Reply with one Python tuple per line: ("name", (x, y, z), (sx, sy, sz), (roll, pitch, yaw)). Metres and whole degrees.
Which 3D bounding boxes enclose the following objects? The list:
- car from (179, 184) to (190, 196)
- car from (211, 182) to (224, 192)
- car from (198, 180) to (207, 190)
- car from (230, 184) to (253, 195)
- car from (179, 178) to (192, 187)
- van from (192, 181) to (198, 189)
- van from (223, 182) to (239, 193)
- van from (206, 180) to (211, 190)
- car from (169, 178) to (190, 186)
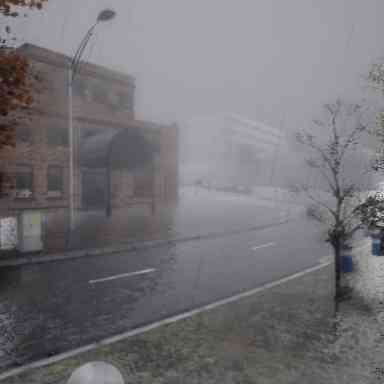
("car", (-3.037, 0.030, 55.766), (2.002, 1.452, 4.674), (5, 6, 37))
("car", (7.355, -1.036, 71.337), (2.435, 2.045, 5.566), (6, 5, 39))
("car", (4.285, -1.409, 76.490), (2.185, 1.767, 4.553), (6, 5, 39))
("car", (10.407, -0.290, 66.240), (2.097, 1.535, 5.008), (6, 5, 39))
("car", (-0.307, -2.031, 84.231), (2.231, 1.521, 4.892), (6, 5, 39))
("van", (2.849, -1.762, 79.170), (1.878, 1.987, 4.442), (6, 5, 39))
("van", (8.967, -0.766, 68.888), (1.878, 1.987, 4.442), (6, 5, 39))
("van", (5.771, -1.258, 73.841), (1.878, 1.987, 4.442), (6, 5, 39))
("car", (-3.407, -2.783, 89.362), (2.435, 2.045, 5.566), (5, 5, 38))
